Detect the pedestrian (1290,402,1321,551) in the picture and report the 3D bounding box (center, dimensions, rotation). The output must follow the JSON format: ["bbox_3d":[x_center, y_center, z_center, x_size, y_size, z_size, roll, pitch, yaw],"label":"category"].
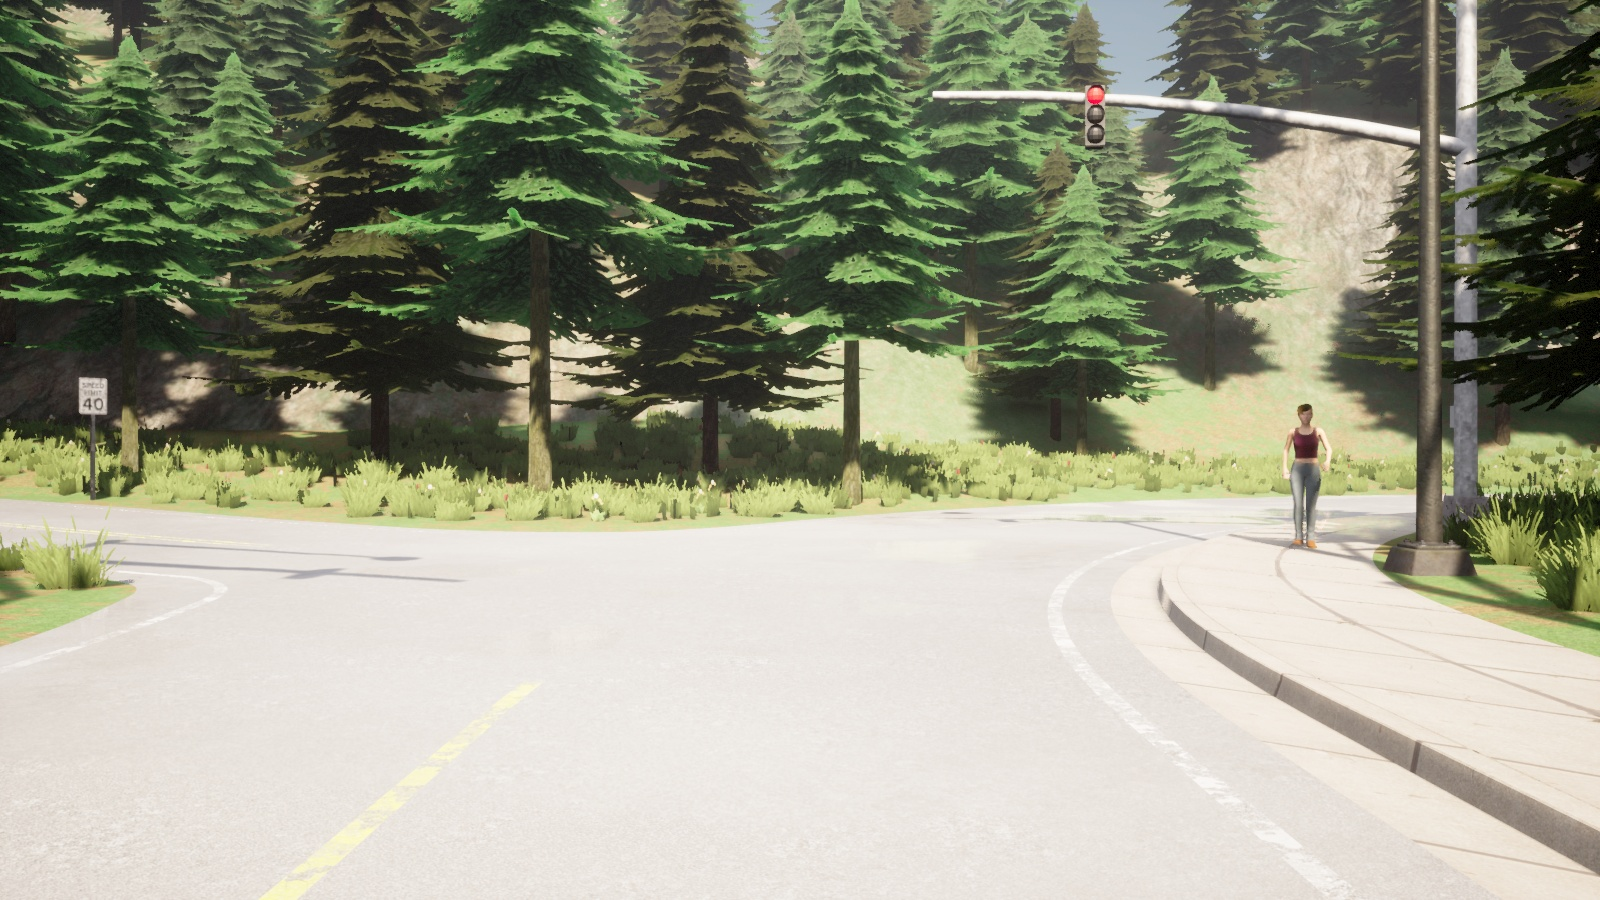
[{"bbox_3d":[6.337,0.325,15.750,0.345,1.836,0.594,0,0,22],"label":"pedestrian"}]
